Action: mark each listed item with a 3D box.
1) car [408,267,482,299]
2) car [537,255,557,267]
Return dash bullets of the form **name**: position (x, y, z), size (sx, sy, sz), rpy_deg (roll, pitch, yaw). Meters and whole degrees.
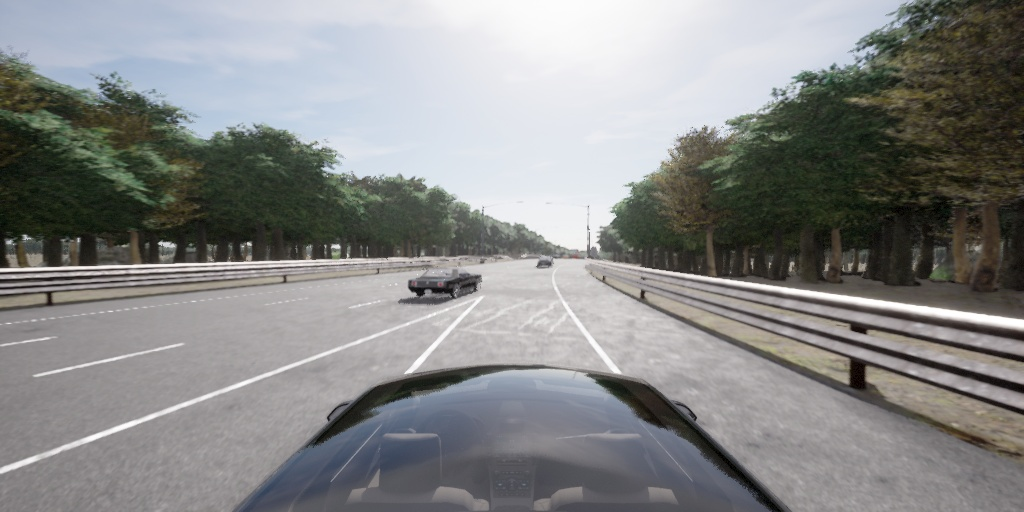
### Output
- **car**: position (-2.960, 1.174, 17.060), size (1.895, 1.301, 4.718), rpy_deg (0, 1, 14)
- **car**: position (4.683, 0.783, 49.867), size (1.812, 1.442, 4.674), rpy_deg (0, 1, 13)
